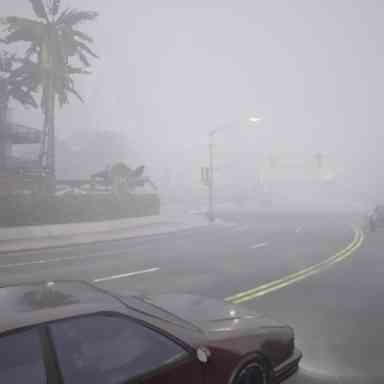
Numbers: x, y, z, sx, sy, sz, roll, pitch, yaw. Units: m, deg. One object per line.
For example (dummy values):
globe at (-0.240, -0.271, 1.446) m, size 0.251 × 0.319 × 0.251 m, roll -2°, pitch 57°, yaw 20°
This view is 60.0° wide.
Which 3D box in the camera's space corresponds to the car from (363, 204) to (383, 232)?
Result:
car at (12.367, 1.544, 21.349) m, size 2.097 × 1.767 × 4.553 m, roll 0°, pitch -1°, yaw 22°

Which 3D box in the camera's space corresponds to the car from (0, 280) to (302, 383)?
car at (-1.285, 1.570, 2.859) m, size 5.357 × 1.411 × 2.033 m, roll 1°, pitch -1°, yaw -39°

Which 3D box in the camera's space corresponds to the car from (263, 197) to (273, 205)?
car at (17.757, 2.016, 77.852) m, size 2.185 × 1.767 × 4.553 m, roll 0°, pitch 0°, yaw 15°

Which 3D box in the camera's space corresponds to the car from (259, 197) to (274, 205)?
car at (16.213, 2.088, 71.613) m, size 2.097 × 1.535 × 5.008 m, roll 0°, pitch 0°, yaw 15°

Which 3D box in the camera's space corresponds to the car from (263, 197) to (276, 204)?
car at (20.606, 2.231, 88.243) m, size 2.231 × 1.521 × 4.892 m, roll 0°, pitch -1°, yaw 25°
